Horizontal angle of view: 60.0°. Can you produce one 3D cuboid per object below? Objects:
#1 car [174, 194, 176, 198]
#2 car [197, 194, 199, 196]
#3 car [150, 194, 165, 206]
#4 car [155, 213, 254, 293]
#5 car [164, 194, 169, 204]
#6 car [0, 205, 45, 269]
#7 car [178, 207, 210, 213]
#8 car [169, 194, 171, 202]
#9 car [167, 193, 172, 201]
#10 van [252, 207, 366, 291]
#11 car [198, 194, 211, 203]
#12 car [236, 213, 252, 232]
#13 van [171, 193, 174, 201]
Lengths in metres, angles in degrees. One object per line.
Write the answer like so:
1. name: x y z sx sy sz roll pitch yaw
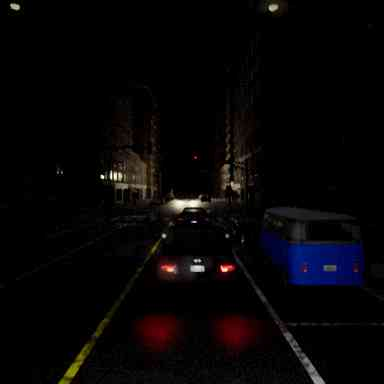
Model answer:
1. car: -5.644 1.484 79.631 2.008 1.369 4.403 0 0 0
2. car: 2.881 1.484 79.660 2.008 1.369 4.403 0 0 0
3. car: -5.653 1.473 52.207 1.752 1.417 4.829 0 0 0
4. car: 0.104 1.542 8.997 2.033 1.411 5.357 0 0 0
5. car: -5.651 1.494 57.827 2.008 1.369 4.403 0 0 0
6. car: -5.667 1.310 8.688 2.192 1.841 5.009 0 0 0
7. car: 0.107 1.549 19.316 1.994 1.385 4.181 0 0 0
8. car: -5.649 1.484 63.279 1.887 1.381 4.507 0 0 0
9. car: -5.647 1.481 68.729 1.887 1.381 4.507 0 0 0
10. van: 2.858 1.336 8.725 1.690 1.788 3.998 0 0 0
11. car: 2.877 1.376 68.762 1.967 1.590 4.097 0 0 0
12. car: 2.860 1.556 14.386 1.947 1.339 4.313 0 0 0
13. van: -5.646 1.276 74.180 1.690 1.788 3.998 0 0 0
